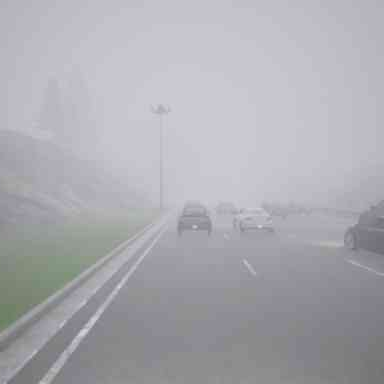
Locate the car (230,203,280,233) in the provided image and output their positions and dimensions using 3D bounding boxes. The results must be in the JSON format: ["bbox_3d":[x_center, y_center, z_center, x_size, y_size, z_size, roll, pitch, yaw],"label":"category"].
[{"bbox_3d":[3.637,1.608,20.096,1.812,1.442,4.674,0,0,0],"label":"car"}]

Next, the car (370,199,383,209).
[{"bbox_3d":[10.632,1.290,16.771,2.150,2.045,5.566,0,0,0],"label":"car"}]

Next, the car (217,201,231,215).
[{"bbox_3d":[3.624,1.711,36.248,1.994,1.385,4.181,0,0,0],"label":"car"}]

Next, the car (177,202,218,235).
[{"bbox_3d":[0.148,1.571,19.441,2.128,1.511,4.902,0,0,0],"label":"car"}]

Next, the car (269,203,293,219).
[{"bbox_3d":[7.155,1.671,30.345,2.033,1.411,5.357,0,0,0],"label":"car"}]

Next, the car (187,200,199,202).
[{"bbox_3d":[0.120,1.629,37.290,1.882,1.535,5.008,0,0,0],"label":"car"}]

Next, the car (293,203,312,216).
[{"bbox_3d":[10.636,1.740,34.186,1.895,1.301,4.718,0,0,0],"label":"car"}]

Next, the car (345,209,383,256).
[{"bbox_3d":[7.109,1.553,11.591,1.837,1.490,4.892,0,0,0],"label":"car"}]
